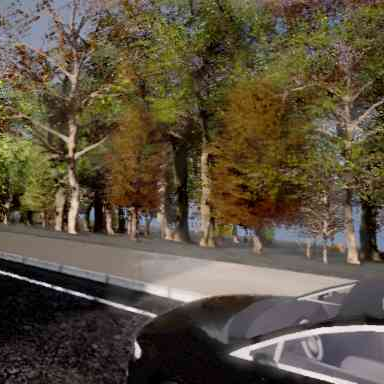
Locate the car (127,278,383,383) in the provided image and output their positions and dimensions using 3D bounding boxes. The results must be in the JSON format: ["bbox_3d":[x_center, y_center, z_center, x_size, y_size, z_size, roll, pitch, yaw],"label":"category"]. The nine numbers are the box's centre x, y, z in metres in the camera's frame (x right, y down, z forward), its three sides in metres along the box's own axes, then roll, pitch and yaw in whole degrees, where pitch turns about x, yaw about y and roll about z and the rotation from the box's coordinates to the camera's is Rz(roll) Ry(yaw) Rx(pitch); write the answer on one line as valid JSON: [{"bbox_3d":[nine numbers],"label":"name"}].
[{"bbox_3d":[1.594,1.492,2.550,4.902,1.511,2.128,0,0,36],"label":"car"}]
